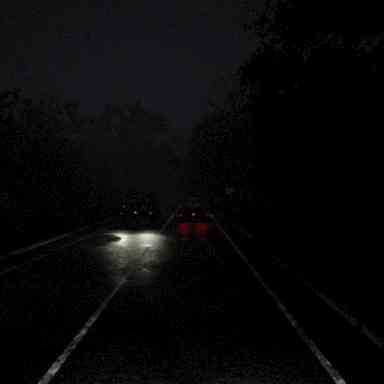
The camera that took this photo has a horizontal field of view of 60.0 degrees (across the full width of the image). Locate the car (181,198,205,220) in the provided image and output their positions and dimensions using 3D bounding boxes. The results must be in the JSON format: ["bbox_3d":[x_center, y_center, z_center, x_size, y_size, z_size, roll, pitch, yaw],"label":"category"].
[{"bbox_3d":[0.103,1.455,26.981,1.812,1.442,4.674,0,0,0],"label":"car"}]

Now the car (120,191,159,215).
[{"bbox_3d":[-3.496,0.891,23.301,2.150,2.045,5.566,0,0,0],"label":"car"}]
